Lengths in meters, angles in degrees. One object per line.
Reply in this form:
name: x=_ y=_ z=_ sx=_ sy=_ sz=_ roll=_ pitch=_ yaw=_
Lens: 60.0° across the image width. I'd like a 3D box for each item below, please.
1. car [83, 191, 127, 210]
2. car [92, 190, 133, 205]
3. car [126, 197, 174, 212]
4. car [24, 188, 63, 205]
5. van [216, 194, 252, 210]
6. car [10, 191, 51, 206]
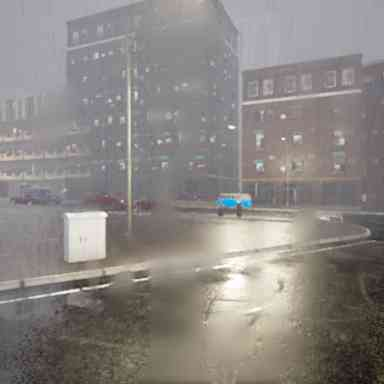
car: x=-8.968 y=0.864 z=34.549 sx=5.009 sy=1.841 sz=2.192 roll=1 pitch=-1 yaw=24
car: x=-10.671 y=0.749 z=44.443 sx=5.009 sy=1.841 sz=2.192 roll=1 pitch=-1 yaw=24
car: x=-3.817 y=1.237 z=32.286 sx=4.206 sy=1.307 sz=1.802 roll=1 pitch=-1 yaw=24
car: x=-18.779 y=0.540 z=41.677 sx=5.566 sy=2.045 sz=2.150 roll=1 pitch=1 yaw=24
van: x=4.803 y=1.093 z=37.665 sx=3.998 sy=1.788 sz=1.690 roll=1 pitch=-1 yaw=24
car: x=-19.296 y=0.878 z=39.068 sx=4.507 sy=1.381 sz=1.887 roll=1 pitch=-1 yaw=24
